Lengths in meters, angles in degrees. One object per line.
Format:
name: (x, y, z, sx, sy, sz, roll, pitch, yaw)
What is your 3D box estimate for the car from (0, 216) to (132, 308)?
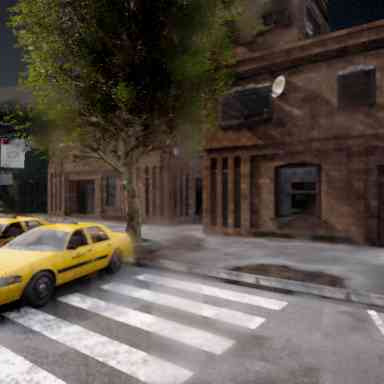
car: (-3.310, 1.463, 8.241, 1.946, 1.575, 5.366, 1, -1, 16)

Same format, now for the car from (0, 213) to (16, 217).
car: (-5.752, 1.456, 9.987, 1.946, 1.575, 5.366, 1, 0, 16)
